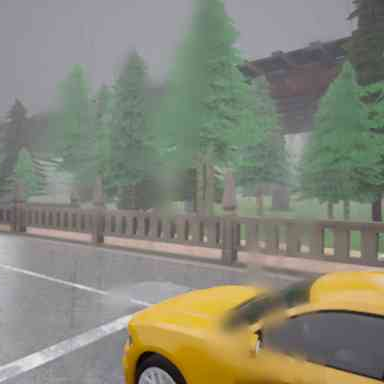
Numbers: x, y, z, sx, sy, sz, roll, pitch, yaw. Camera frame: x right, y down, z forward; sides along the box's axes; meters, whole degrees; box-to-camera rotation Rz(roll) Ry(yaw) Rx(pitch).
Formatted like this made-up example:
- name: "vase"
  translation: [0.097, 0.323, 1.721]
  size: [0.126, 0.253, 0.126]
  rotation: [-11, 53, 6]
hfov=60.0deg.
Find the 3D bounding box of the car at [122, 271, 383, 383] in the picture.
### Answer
- name: "car"
  translation: [1.549, 1.478, 2.865]
  size: [5.008, 1.535, 1.882]
  rotation: [0, 0, 36]
